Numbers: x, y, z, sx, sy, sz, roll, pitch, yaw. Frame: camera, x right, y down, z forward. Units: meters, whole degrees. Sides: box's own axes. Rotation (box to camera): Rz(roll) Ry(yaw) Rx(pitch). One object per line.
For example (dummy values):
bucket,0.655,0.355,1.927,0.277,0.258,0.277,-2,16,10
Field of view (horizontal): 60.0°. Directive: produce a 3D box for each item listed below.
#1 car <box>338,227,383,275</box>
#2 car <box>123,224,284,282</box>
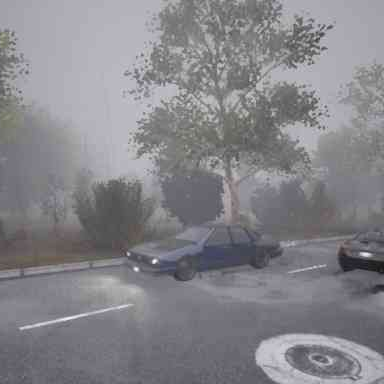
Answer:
car,6.515,1.815,10.693,4.181,1.385,1.994,2,-2,-38
car,0.624,1.729,10.469,5.357,1.411,2.033,2,-2,-38
